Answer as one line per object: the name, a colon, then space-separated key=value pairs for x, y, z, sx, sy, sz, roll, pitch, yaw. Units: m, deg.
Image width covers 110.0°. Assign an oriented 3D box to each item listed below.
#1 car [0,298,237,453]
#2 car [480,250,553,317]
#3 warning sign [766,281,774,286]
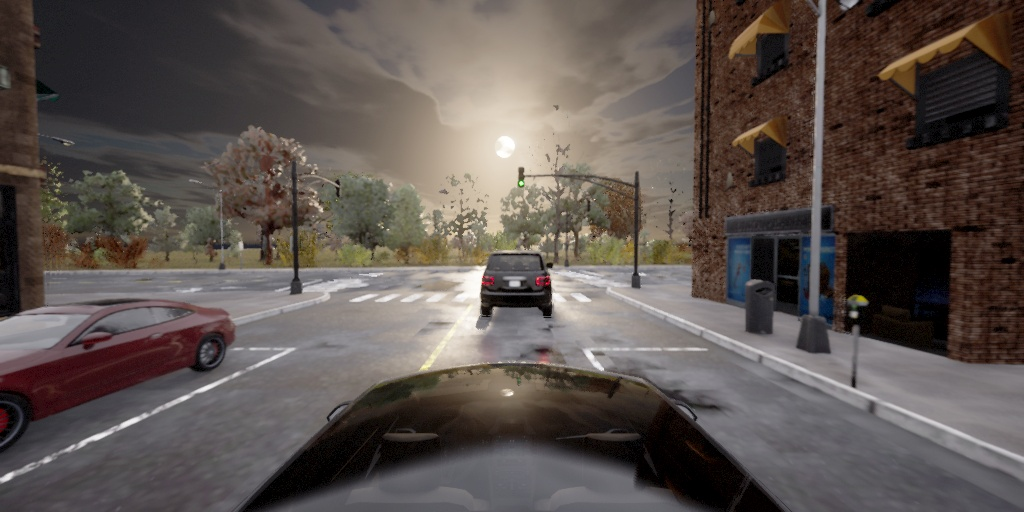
car: x=-5.787 y=1.287 z=4.823 sx=1.802 sy=1.307 sz=4.207 roll=0 pitch=0 yaw=0
car: x=0.258 y=0.816 z=12.489 sx=2.150 sy=2.045 sz=5.566 roll=0 pitch=1 yaw=4
warning sign: x=16.664 y=0.677 z=21.885 sx=1.060 sy=1.860 sz=1.300 roll=0 pitch=0 yaw=-9
